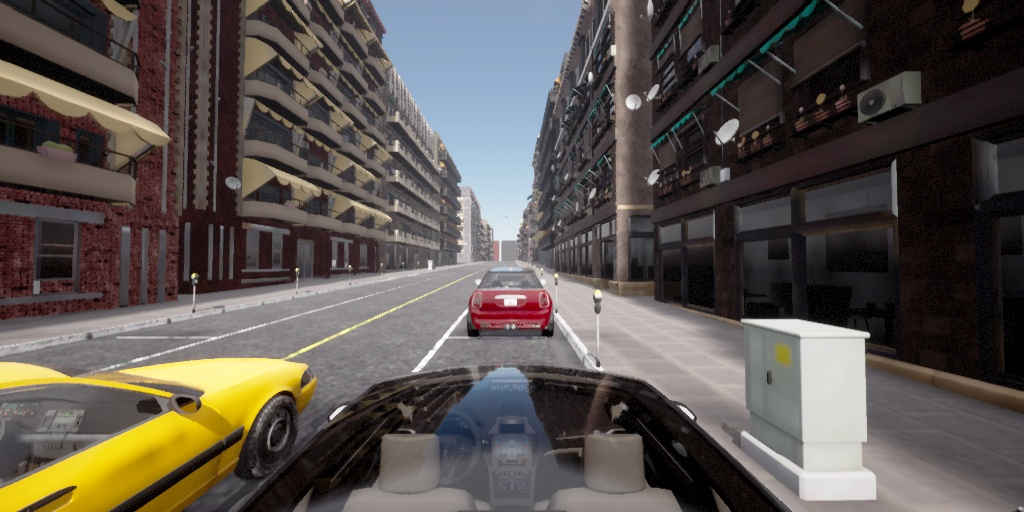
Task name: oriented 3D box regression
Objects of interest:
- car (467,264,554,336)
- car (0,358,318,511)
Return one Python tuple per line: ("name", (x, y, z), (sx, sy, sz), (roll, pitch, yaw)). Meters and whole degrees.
("car", (-0.033, 1.098, 10.474), (2.097, 1.767, 4.553), (0, 0, 0))
("car", (-3.020, 1.200, 1.692), (1.801, 1.575, 5.366), (0, 0, 0))
